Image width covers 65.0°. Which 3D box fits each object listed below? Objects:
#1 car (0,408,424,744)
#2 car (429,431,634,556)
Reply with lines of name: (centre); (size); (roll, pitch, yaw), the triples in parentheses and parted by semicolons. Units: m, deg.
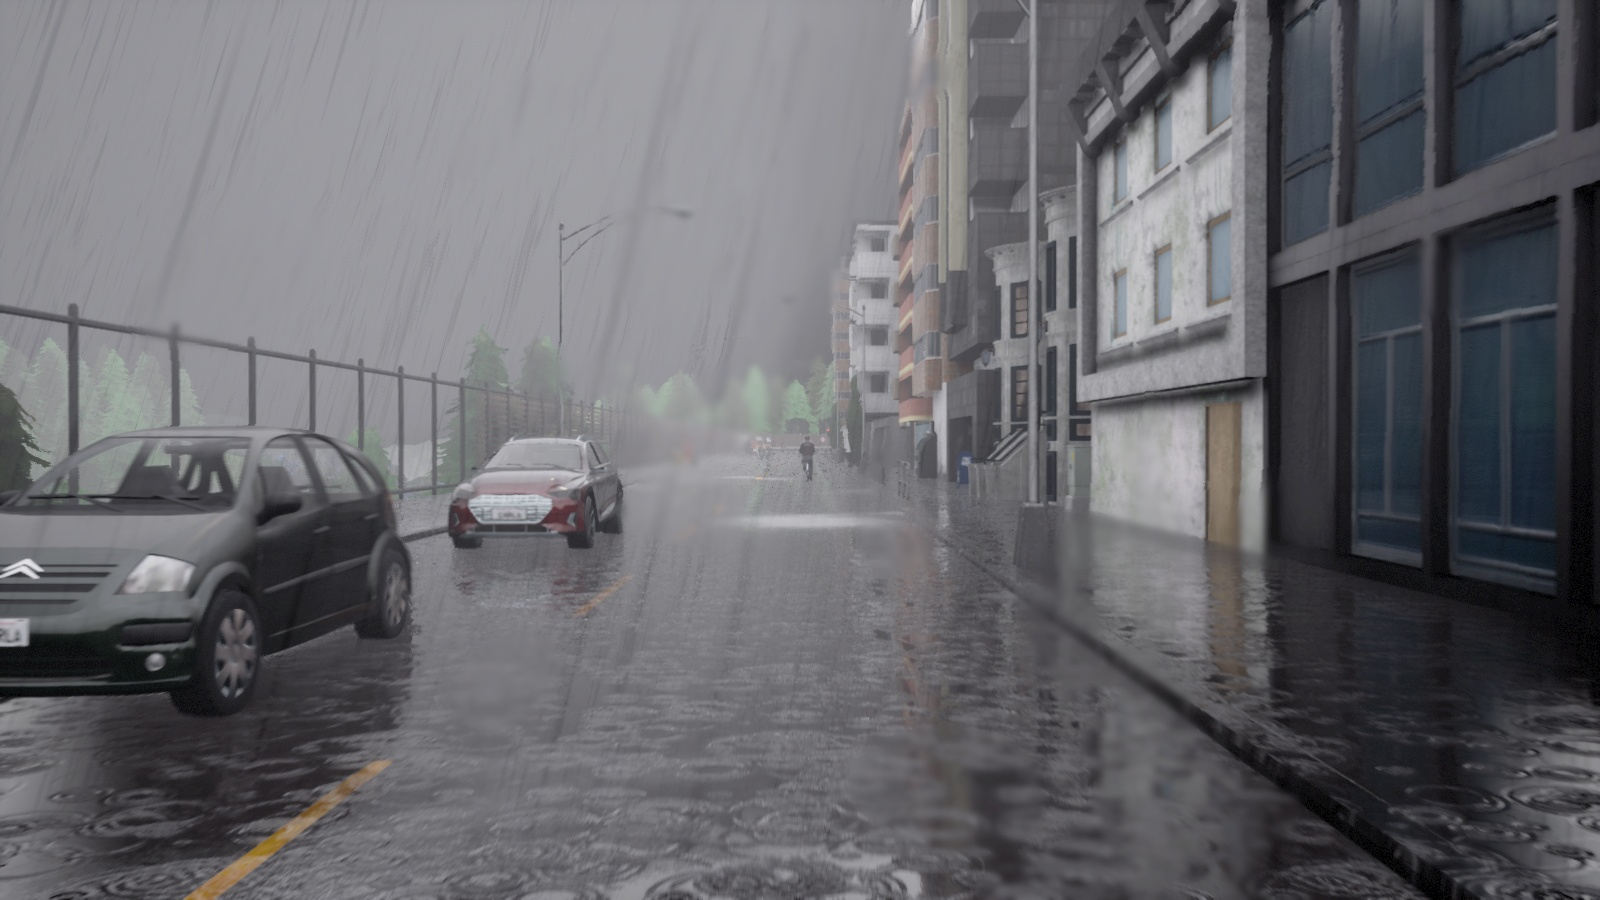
car: (-3.939, 0.596, 8.038); (1.851, 1.617, 3.988); (0, 0, 0)
car: (-3.878, 0.566, 19.056); (2.033, 1.649, 4.856); (0, 0, 0)
